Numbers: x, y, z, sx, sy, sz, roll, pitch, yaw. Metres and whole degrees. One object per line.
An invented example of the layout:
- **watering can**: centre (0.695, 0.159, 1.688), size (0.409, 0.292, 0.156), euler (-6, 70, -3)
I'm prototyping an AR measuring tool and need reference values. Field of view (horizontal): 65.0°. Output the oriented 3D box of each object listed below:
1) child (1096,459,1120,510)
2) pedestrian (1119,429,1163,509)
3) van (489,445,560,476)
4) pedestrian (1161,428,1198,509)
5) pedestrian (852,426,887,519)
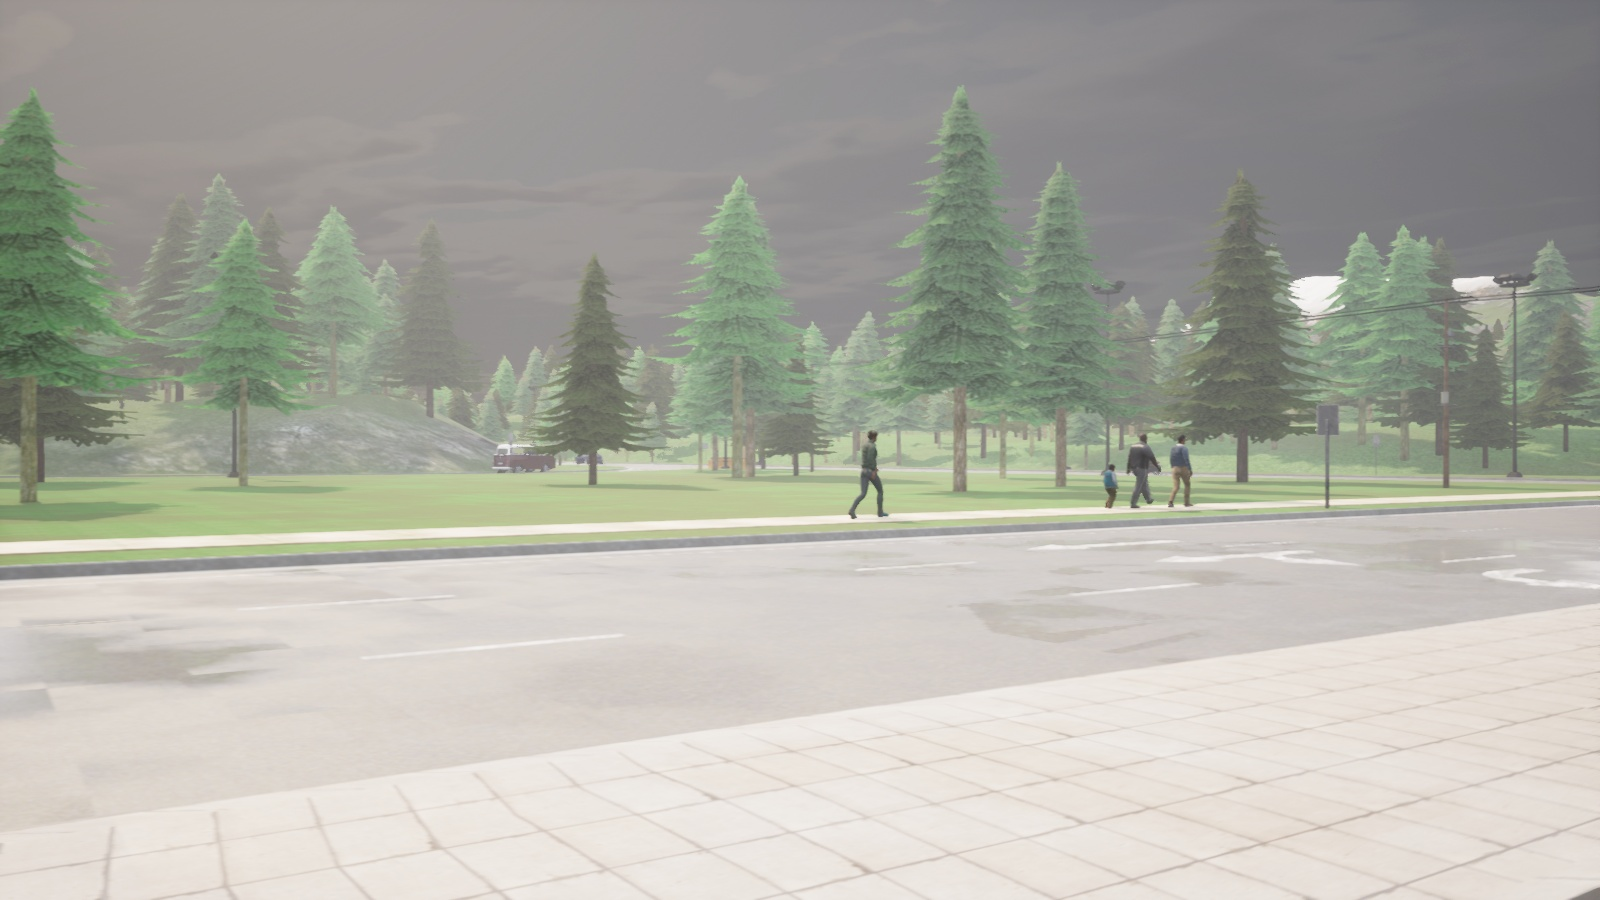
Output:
- **child**: centre (7.345, 0.821, 29.949), size (0.448, 1.192, 0.343), euler (0, 0, -35)
- **pedestrian**: centre (8.115, 0.439, 29.877), size (0.849, 1.883, 0.563), euler (0, 0, -29)
- **van**: centre (-18.638, 0.714, 85.005), size (2.069, 2.038, 4.480), euler (0, 0, 35)
- **pedestrian**: centre (9.232, 0.439, 30.554), size (0.788, 1.949, 0.423), euler (0, 0, -30)
- **pedestrian**: centre (1.393, 0.442, 25.146), size (0.614, 1.847, 0.353), euler (0, 0, -32)
